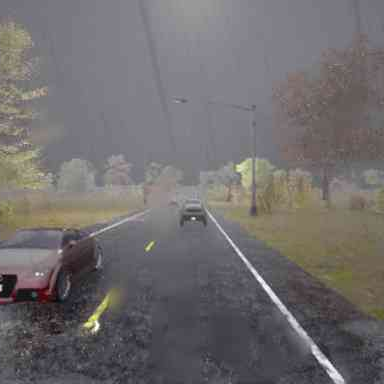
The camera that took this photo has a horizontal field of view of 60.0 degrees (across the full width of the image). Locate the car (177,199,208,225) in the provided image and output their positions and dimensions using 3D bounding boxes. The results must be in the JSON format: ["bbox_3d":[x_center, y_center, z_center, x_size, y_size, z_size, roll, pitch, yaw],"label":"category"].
[{"bbox_3d":[0.101,1.501,24.409,1.837,1.490,4.892,0,0,0],"label":"car"}]

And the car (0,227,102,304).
[{"bbox_3d":[-3.600,1.564,8.066,1.994,1.385,4.181,0,0,0],"label":"car"}]

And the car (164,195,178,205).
[{"bbox_3d":[-3.504,1.330,56.233,2.097,1.767,4.553,0,0,0],"label":"car"}]
